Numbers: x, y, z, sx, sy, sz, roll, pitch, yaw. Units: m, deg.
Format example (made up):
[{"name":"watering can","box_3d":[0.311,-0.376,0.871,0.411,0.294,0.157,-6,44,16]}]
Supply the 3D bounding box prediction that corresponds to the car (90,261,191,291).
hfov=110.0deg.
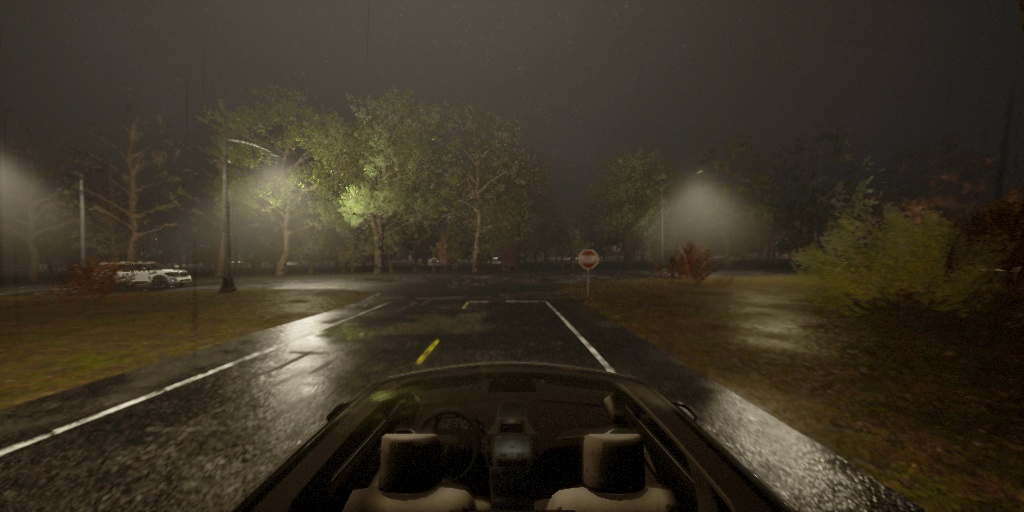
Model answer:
[{"name":"car","box_3d":[-27.891,1.427,27.084,5.566,2.045,2.150,-1,0,-12]}]

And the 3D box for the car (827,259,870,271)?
[{"name":"car","box_3d":[35.931,0.993,37.978,4.718,1.301,1.895,-1,0,-8]}]
